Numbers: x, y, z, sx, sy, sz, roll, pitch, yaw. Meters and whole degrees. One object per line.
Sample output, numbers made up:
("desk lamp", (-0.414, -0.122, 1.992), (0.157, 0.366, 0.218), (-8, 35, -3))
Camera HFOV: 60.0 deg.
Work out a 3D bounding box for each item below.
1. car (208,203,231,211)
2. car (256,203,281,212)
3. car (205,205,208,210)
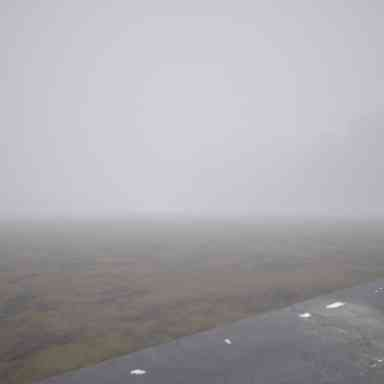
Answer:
("car", (5.923, 3.001, 67.480), (2.097, 1.767, 4.553), (0, -1, -35))
("car", (13.975, 2.844, 60.893), (1.882, 1.535, 5.008), (0, -1, -35))
("car", (4.806, 3.124, 73.803), (2.128, 1.511, 4.902), (0, -1, -35))
